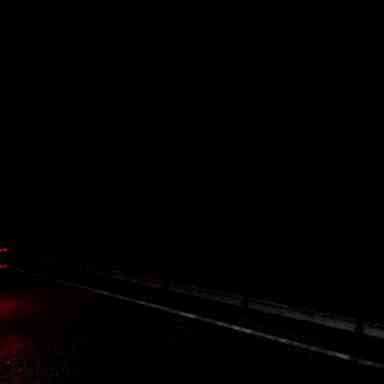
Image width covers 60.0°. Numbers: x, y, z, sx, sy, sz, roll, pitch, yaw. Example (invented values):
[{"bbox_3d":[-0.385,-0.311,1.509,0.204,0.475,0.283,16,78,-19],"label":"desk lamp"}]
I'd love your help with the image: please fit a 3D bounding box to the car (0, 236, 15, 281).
[{"bbox_3d":[-6.472,1.509,8.613,4.892,1.490,1.837,0,0,36],"label":"car"}]
